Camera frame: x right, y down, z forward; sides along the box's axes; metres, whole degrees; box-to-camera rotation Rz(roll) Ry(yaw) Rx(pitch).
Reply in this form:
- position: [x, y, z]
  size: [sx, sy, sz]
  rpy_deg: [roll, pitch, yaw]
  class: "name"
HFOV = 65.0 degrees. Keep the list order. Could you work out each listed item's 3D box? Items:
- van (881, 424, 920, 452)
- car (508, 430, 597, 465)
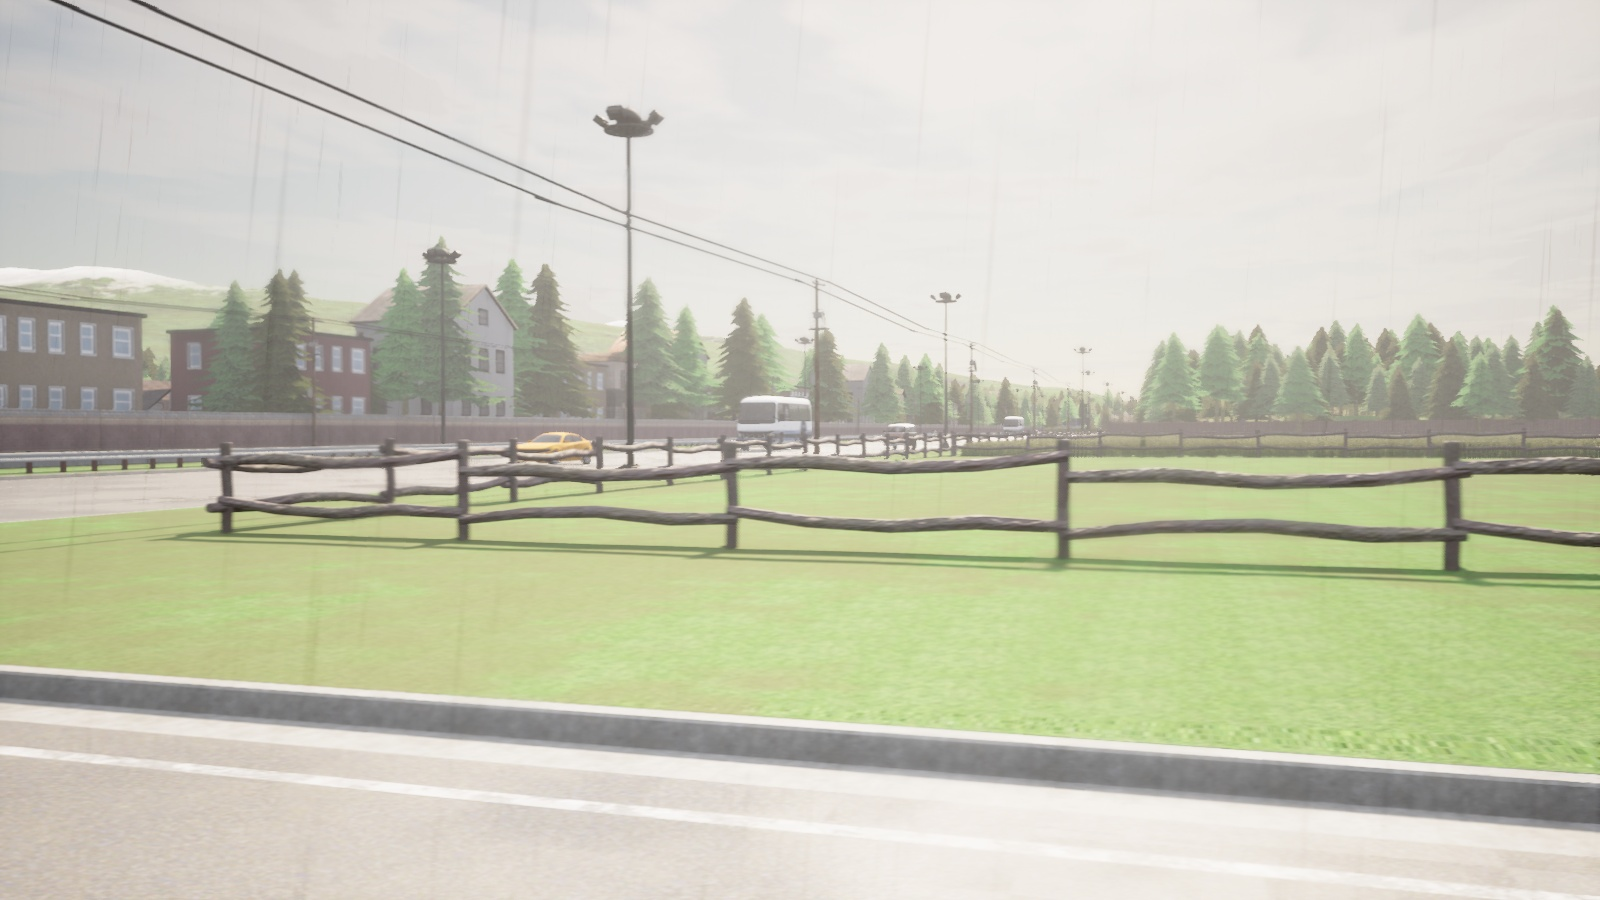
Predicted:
- position: [7.680, -0.923, 95.706]
  size: [2.069, 2.038, 4.480]
  rpy_deg: [0, 1, 17]
  class: "van"
- position: [-11.341, -0.142, 57.873]
  size: [1.882, 1.535, 5.008]
  rpy_deg: [0, 1, 17]
  class: "car"
